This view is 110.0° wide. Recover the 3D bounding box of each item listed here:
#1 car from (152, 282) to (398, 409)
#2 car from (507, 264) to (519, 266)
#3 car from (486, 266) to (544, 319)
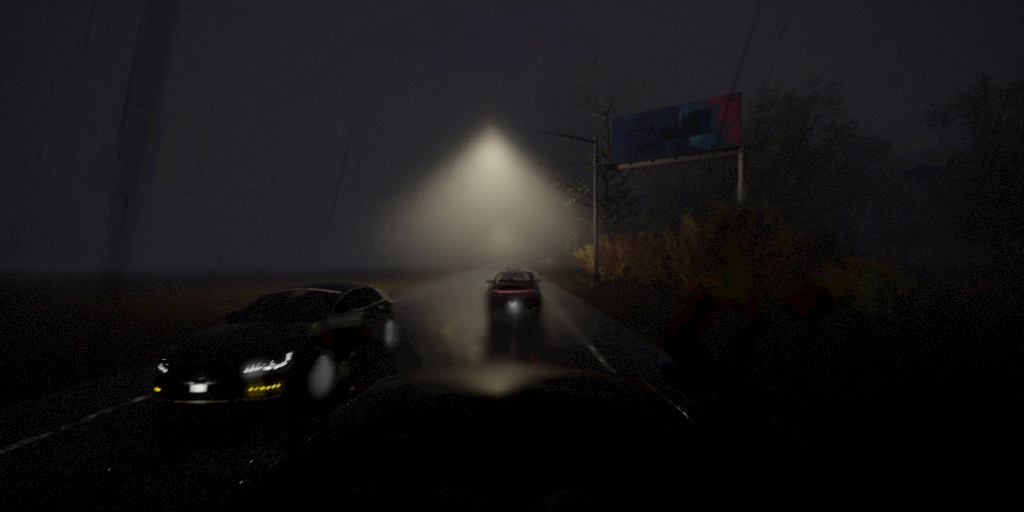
[{"bbox_3d":[-3.581,1.279,6.540,1.837,1.490,4.892,0,0,0],"label":"car"},{"bbox_3d":[0.103,1.477,34.754,1.994,1.385,4.181,0,0,0],"label":"car"},{"bbox_3d":[0.090,1.298,13.088,2.128,1.511,4.902,0,0,0],"label":"car"}]
